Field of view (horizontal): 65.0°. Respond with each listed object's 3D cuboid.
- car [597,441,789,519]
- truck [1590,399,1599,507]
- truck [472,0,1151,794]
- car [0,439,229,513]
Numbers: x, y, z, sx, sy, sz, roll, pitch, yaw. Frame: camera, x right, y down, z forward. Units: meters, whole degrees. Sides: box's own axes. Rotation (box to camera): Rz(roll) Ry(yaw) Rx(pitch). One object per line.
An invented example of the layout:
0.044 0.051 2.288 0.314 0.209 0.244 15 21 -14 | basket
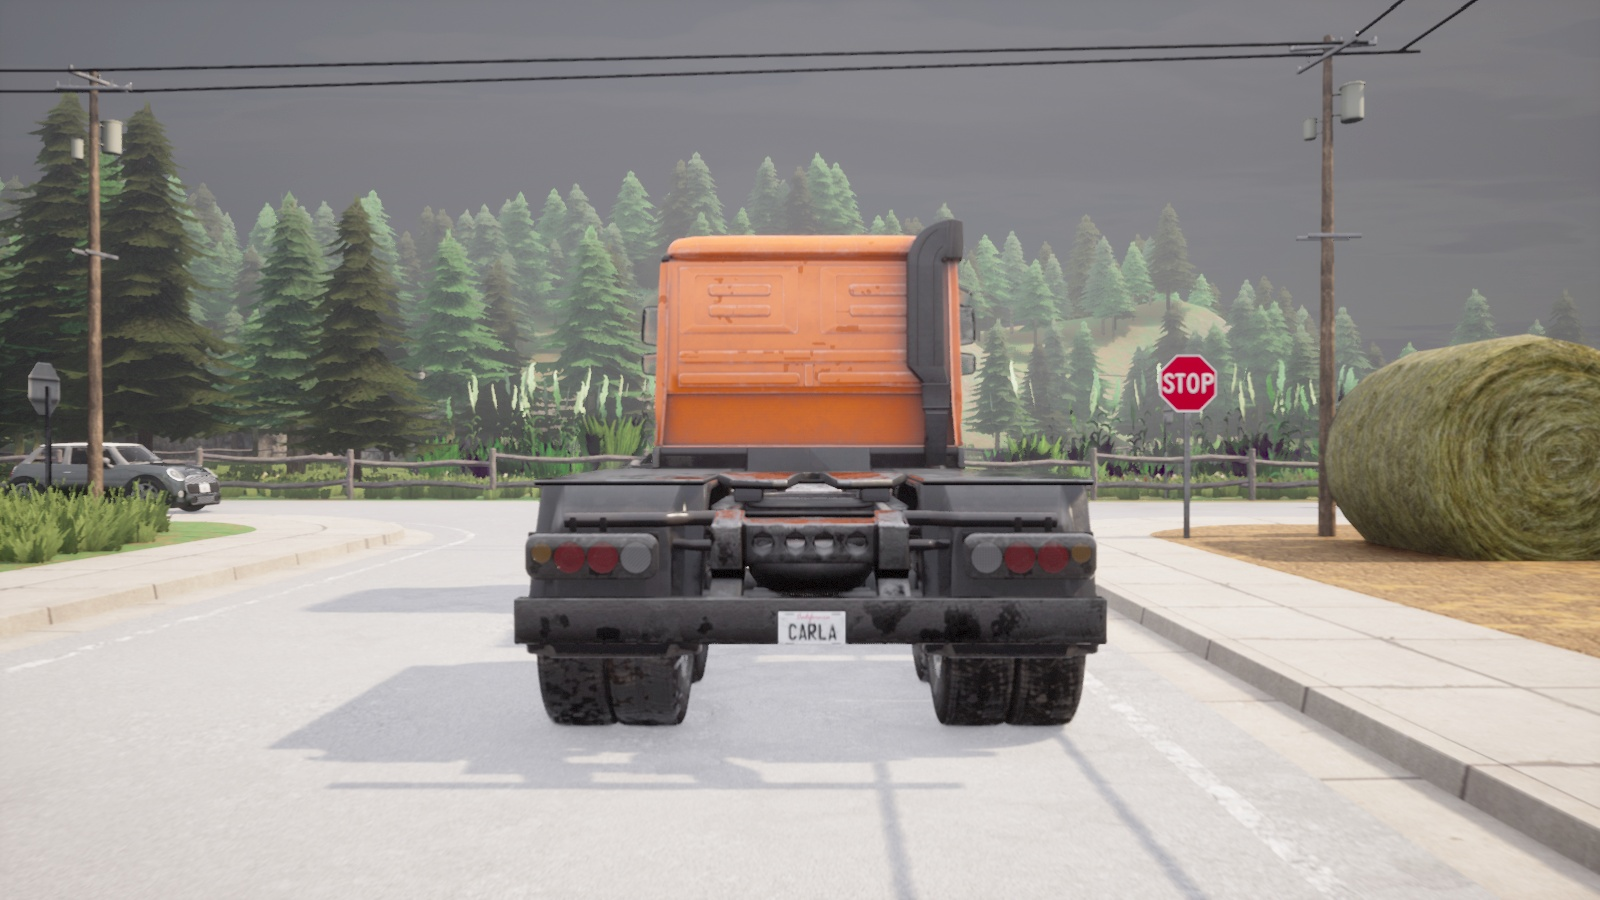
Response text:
-2.390 0.575 26.733 1.837 1.490 4.892 1 0 -35 | car
20.854 0.085 27.681 5.204 2.467 2.627 0 0 3 | truck
0.069 -0.288 9.329 2.891 3.462 7.936 0 0 0 | truck
-14.205 0.518 26.081 3.806 1.475 1.970 0 0 3 | car
